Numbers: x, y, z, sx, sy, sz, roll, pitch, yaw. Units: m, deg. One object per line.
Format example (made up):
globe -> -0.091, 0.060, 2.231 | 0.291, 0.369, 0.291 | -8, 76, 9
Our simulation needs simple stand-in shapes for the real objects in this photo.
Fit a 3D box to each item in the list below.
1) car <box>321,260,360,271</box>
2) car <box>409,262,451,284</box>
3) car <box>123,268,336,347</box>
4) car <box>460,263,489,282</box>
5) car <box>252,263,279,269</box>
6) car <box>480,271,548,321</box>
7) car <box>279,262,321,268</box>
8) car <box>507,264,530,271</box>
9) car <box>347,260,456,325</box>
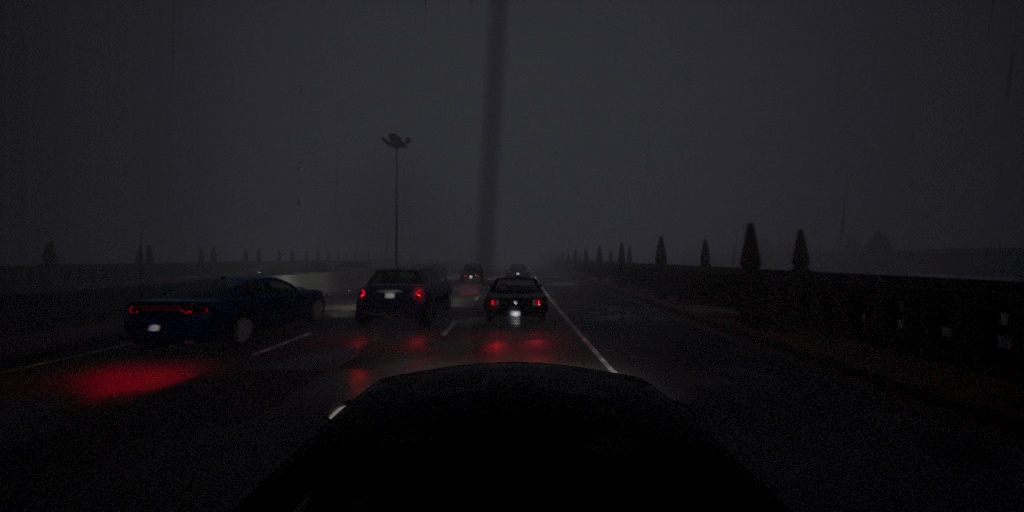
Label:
car -> -13.671, 1.162, 30.432 | 2.097, 1.767, 4.553 | 0, 0, 2
car -> -6.508, 1.300, 29.098 | 2.128, 1.511, 4.902 | 0, 0, 2
car -> -6.892, 1.244, 9.403 | 1.882, 1.535, 5.008 | 0, 0, 0
car -> -3.003, 1.313, 29.203 | 1.837, 1.490, 4.892 | 0, 0, 2
car -> -20.674, 1.336, 30.412 | 1.812, 1.442, 4.674 | 0, 0, 2
car -> 0.133, 1.374, 12.509 | 1.895, 1.301, 4.718 | 0, 0, 1
car -> -17.158, 1.303, 30.882 | 2.128, 1.511, 4.902 | 0, 0, 2
car -> 0.522, 1.374, 30.002 | 1.994, 1.385, 4.181 | 0, 0, 2
car -> -3.366, 1.123, 12.067 | 2.097, 1.767, 4.553 | 0, 0, 1
